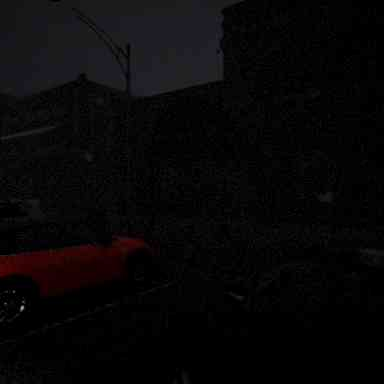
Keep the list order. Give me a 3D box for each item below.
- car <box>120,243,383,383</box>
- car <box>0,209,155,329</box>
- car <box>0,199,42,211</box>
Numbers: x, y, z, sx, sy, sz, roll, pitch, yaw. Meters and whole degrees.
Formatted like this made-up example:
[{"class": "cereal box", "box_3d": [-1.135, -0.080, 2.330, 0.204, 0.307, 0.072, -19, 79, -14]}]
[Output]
[{"class": "car", "box_3d": [1.749, 1.482, 4.117, 2.231, 1.521, 4.892, 0, 0, 36]}, {"class": "car", "box_3d": [-2.898, 1.362, 7.385, 2.185, 1.767, 4.553, 0, 0, 36]}, {"class": "car", "box_3d": [-7.417, 1.261, 10.613, 2.435, 2.045, 5.566, -1, 0, 36]}]
